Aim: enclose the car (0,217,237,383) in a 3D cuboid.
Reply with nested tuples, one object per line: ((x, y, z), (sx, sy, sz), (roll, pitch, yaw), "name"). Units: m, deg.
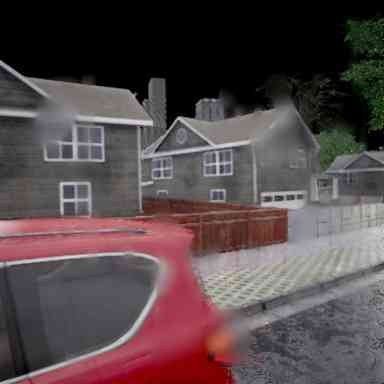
((-2.258, 1.235, 1.576), (5.566, 2.045, 2.150), (0, 0, -36), "car")
